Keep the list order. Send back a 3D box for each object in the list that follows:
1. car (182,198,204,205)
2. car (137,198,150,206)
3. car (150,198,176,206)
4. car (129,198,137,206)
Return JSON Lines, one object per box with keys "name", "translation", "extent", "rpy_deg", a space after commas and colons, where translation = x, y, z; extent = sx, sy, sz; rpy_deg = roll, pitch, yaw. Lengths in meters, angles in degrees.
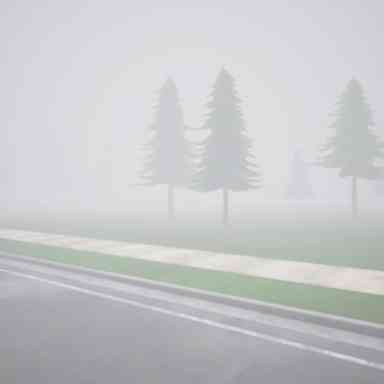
{"name": "car", "translation": [0.211, 1.988, 66.520], "extent": [2.033, 1.411, 5.357], "rpy_deg": [-1, 0, 36]}
{"name": "car", "translation": [-7.979, 2.018, 67.143], "extent": [2.033, 1.411, 5.357], "rpy_deg": [-1, 0, 36]}
{"name": "car", "translation": [-5.178, 1.950, 65.087], "extent": [2.128, 1.511, 4.902], "rpy_deg": [-1, 0, 36]}
{"name": "car", "translation": [-10.957, 2.027, 68.993], "extent": [2.128, 1.511, 4.902], "rpy_deg": [-1, 0, 36]}
